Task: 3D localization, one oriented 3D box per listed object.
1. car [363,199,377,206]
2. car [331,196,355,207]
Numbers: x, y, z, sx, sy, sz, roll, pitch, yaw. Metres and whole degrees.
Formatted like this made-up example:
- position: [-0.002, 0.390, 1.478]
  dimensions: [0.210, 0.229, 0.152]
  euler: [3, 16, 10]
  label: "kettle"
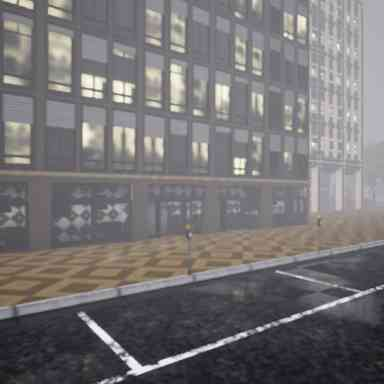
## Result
- position: [31.488, 1.867, 60.926]
  dimensions: [1.802, 1.307, 4.206]
  euler: [-1, 0, -36]
  label: "car"
- position: [25.051, 1.584, 56.056]
  dimensions: [2.192, 1.841, 5.009]
  euler: [-1, 0, -36]
  label: "car"
